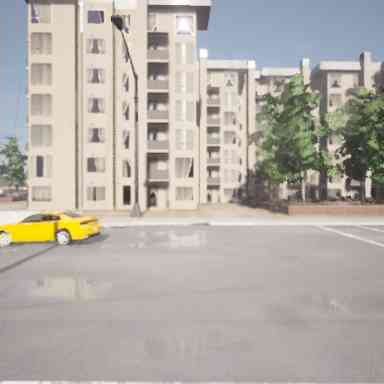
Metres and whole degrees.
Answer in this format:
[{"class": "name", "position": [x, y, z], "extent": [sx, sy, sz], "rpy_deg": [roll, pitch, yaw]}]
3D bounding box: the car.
[{"class": "car", "position": [-6.835, 1.644, 15.673], "extent": [5.008, 1.535, 1.882], "rpy_deg": [-3, -1, 12]}]
